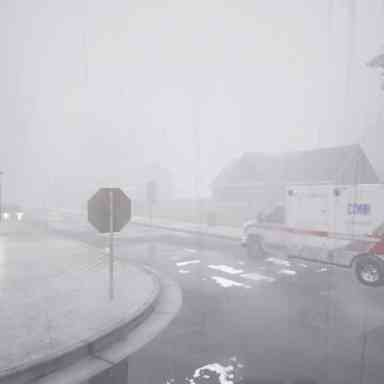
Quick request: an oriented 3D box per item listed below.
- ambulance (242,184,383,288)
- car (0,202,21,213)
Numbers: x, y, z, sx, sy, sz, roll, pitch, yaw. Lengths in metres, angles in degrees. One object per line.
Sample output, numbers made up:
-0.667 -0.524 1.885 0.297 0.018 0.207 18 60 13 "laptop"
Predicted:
4.244 1.046 9.578 2.351 2.431 6.366 0 0 -36 "ambulance"
-23.633 1.944 43.326 1.895 1.301 4.718 0 0 -36 "car"
